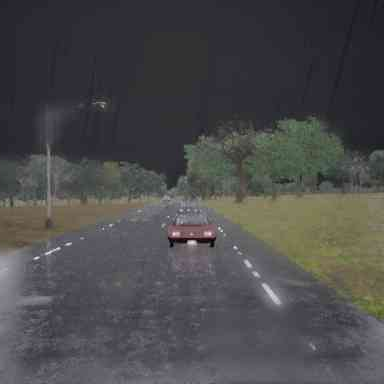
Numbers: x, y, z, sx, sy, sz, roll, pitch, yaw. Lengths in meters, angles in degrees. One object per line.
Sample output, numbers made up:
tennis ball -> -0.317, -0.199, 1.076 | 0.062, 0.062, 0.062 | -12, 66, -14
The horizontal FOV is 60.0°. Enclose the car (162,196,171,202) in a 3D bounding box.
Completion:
car -> -5.830, 1.647, 76.650 | 1.837, 1.490, 4.892 | 0, -1, -2

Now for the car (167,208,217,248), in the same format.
car -> -0.016, 1.601, 14.697 | 1.895, 1.301, 4.718 | 0, 0, 0

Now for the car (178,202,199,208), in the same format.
car -> -0.361, 1.554, 29.750 | 1.895, 1.301, 4.718 | 0, 0, -2
